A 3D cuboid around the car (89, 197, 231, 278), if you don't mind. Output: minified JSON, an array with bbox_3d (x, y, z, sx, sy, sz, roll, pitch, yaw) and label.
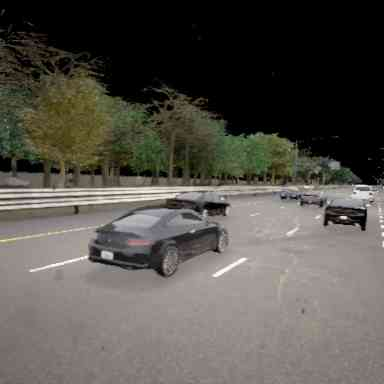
[{"bbox_3d":[-0.611,1.085,8.818,1.812,1.442,4.674,4,3,29],"label":"car"}]

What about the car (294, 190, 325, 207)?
[{"bbox_3d":[11.104,0.573,29.989,2.128,1.511,4.902,4,3,29],"label":"car"}]

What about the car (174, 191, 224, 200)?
[{"bbox_3d":[0.511,0.669,18.071,1.882,1.535,5.008,4,3,29],"label":"car"}]

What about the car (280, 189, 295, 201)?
[{"bbox_3d":[11.554,0.342,38.025,1.895,1.301,4.718,4,3,29],"label":"car"}]

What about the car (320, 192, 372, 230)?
[{"bbox_3d":[8.299,0.995,17.710,1.882,1.535,5.008,4,3,29],"label":"car"}]

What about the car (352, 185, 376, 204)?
[{"bbox_3d":[19.906,0.266,38.633,2.150,2.045,5.566,4,3,29],"label":"car"}]
